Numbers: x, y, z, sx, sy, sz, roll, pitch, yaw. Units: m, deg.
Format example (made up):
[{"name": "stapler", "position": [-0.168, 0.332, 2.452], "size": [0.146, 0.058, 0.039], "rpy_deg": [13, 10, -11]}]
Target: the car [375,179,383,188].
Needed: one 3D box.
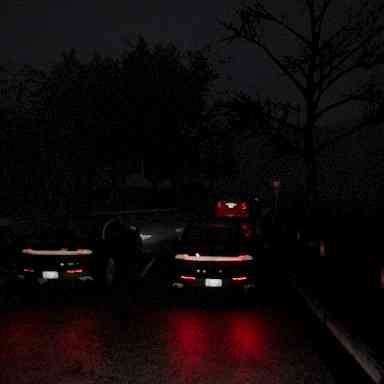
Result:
[{"name": "car", "position": [34.920, -1.557, 59.542], "size": [2.185, 1.767, 4.553], "rpy_deg": [-1, 4, -15]}]

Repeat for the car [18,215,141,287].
[{"name": "car", "position": [-2.681, 1.380, 9.048], "size": [2.128, 1.511, 4.902], "rpy_deg": [0, 1, 3]}]

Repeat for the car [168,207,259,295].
[{"name": "car", "position": [0.534, 1.397, 8.506], "size": [2.128, 1.511, 4.902], "rpy_deg": [0, 1, 3]}]

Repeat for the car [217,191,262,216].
[{"name": "car", "position": [3.199, 0.777, 21.903], "size": [2.097, 1.767, 4.553], "rpy_deg": [1, 3, 24]}]

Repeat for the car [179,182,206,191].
[{"name": "car", "position": [0.024, -0.976, 54.819], "size": [5.008, 1.535, 1.882], "rpy_deg": [3, 4, 41]}]
